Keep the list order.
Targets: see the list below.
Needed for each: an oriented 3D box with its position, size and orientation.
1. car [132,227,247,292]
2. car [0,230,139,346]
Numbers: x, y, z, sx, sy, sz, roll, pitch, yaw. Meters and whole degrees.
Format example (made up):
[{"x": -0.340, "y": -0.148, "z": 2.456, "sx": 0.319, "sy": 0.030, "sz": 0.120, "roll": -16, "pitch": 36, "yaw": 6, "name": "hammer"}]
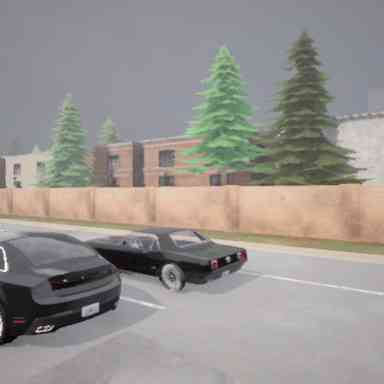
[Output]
[{"x": -1.027, "y": 1.599, "z": 8.976, "sx": 4.718, "sy": 1.301, "sz": 1.895, "roll": 0, "pitch": 0, "yaw": 36, "name": "car"}, {"x": -3.461, "y": 1.503, "z": 6.411, "sx": 4.892, "sy": 1.490, "sz": 1.837, "roll": 0, "pitch": 0, "yaw": 36, "name": "car"}]
